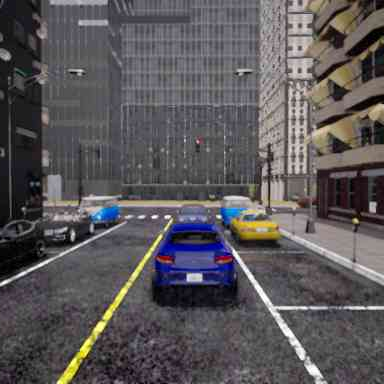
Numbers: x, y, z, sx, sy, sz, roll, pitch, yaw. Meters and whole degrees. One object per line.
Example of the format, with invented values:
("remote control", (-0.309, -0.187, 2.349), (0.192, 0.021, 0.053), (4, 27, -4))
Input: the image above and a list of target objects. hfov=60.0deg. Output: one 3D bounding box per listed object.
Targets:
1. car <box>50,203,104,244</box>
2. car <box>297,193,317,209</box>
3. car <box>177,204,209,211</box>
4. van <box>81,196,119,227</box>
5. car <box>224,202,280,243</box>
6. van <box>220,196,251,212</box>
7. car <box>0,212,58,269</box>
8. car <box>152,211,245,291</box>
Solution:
("car", (-5.695, 1.427, 14.959), (2.008, 1.369, 4.403), (-1, 0, 0))
("car", (15.252, 1.019, 39.853), (5.009, 1.841, 2.192), (0, 1, 0))
("car", (0.067, 1.390, 19.075), (2.033, 1.411, 5.357), (0, 0, 1))
("van", (-5.696, 1.172, 20.559), (1.690, 1.788, 3.998), (-1, 0, 0))
("car", (2.685, 1.401, 15.097), (1.752, 1.417, 4.829), (-1, 0, 0))
("van", (2.684, 1.172, 20.527), (1.690, 1.788, 3.998), (-1, 0, 0))
("car", (-5.697, 1.488, 9.357), (1.947, 1.339, 4.313), (-1, 0, 0))
("car", (0.068, 1.454, 8.651), (1.812, 1.442, 4.674), (0, 0, 1))
